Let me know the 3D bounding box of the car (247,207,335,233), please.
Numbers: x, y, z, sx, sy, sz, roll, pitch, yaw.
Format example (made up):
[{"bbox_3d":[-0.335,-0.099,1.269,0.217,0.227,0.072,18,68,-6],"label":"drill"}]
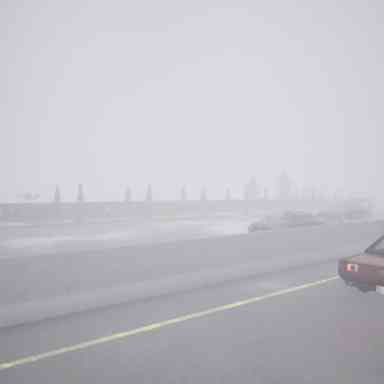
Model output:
[{"bbox_3d":[4.601,1.571,15.879,4.181,1.385,1.994,0,0,-36],"label":"car"}]

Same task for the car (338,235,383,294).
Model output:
[{"bbox_3d":[5.504,1.604,7.674,4.718,1.301,1.895,0,0,-36],"label":"car"}]

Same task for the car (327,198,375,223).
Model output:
[{"bbox_3d":[11.479,1.501,25.114,5.008,1.535,1.882,0,0,-36],"label":"car"}]
